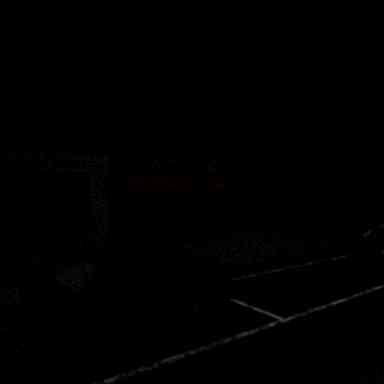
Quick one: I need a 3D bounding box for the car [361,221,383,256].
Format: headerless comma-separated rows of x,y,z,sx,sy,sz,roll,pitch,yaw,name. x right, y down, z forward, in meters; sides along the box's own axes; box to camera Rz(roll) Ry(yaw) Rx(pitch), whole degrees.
7.750,1.410,11.728,4.097,1.590,1.967,0,0,-36,car

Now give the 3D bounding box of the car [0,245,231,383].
-1.232,1.577,5.313,4.206,1.307,1.802,0,0,-36,car
